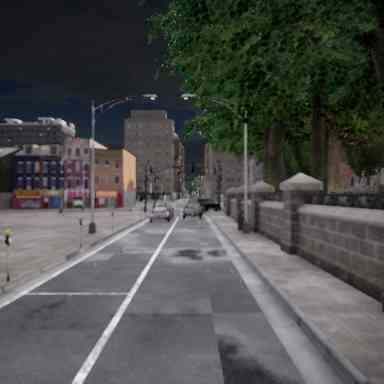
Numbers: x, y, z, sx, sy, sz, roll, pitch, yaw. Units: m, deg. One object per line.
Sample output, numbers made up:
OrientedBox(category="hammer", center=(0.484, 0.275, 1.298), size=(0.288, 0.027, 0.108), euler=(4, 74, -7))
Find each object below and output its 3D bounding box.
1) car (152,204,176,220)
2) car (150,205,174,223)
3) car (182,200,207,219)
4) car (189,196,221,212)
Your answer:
OrientedBox(category="car", center=(-2.667, 1.908, 32.538), size=(1.947, 1.339, 4.313), euler=(0, -1, 0))
OrientedBox(category="car", center=(-2.664, 1.886, 28.875), size=(1.802, 1.307, 4.206), euler=(0, -1, 0))
OrientedBox(category="car", center=(0.054, 1.836, 32.722), size=(2.128, 1.511, 4.902), euler=(0, -1, 0))
OrientedBox(category="car", center=(1.568, 1.670, 43.707), size=(2.150, 2.045, 5.566), euler=(-1, 0, 37))
